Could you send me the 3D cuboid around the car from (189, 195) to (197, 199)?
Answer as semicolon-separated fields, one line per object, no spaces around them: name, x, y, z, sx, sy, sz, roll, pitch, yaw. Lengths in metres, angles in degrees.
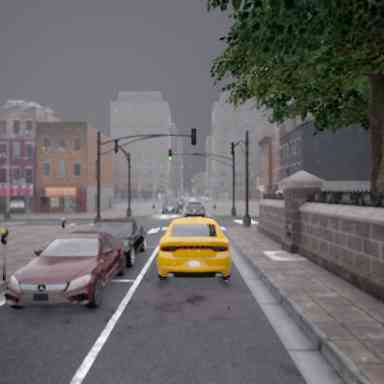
car;0.139;1.828;63.810;1.812;1.442;4.674;0;0;0

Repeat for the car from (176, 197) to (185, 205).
car;-2.378;1.829;68.787;1.837;1.490;4.892;0;0;0

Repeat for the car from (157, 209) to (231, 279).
car;0.060;1.529;10.242;1.882;1.535;5.008;0;0;0

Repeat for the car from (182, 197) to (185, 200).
car;-2.400;1.583;48.526;2.097;1.767;4.553;0;0;0

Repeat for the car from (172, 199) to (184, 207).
car;-2.410;1.879;58.586;1.895;1.301;4.718;0;0;0

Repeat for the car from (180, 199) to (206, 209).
car;0.278;1.688;30.574;2.033;1.411;5.357;0;0;1

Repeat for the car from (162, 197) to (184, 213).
car;-2.378;1.675;38.590;2.128;1.511;4.902;0;0;0

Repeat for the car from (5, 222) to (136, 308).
car;-2.656;1.622;7.928;1.802;1.307;4.206;0;0;0

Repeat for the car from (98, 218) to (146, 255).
car;-2.665;1.624;11.590;1.947;1.339;4.313;0;0;0
